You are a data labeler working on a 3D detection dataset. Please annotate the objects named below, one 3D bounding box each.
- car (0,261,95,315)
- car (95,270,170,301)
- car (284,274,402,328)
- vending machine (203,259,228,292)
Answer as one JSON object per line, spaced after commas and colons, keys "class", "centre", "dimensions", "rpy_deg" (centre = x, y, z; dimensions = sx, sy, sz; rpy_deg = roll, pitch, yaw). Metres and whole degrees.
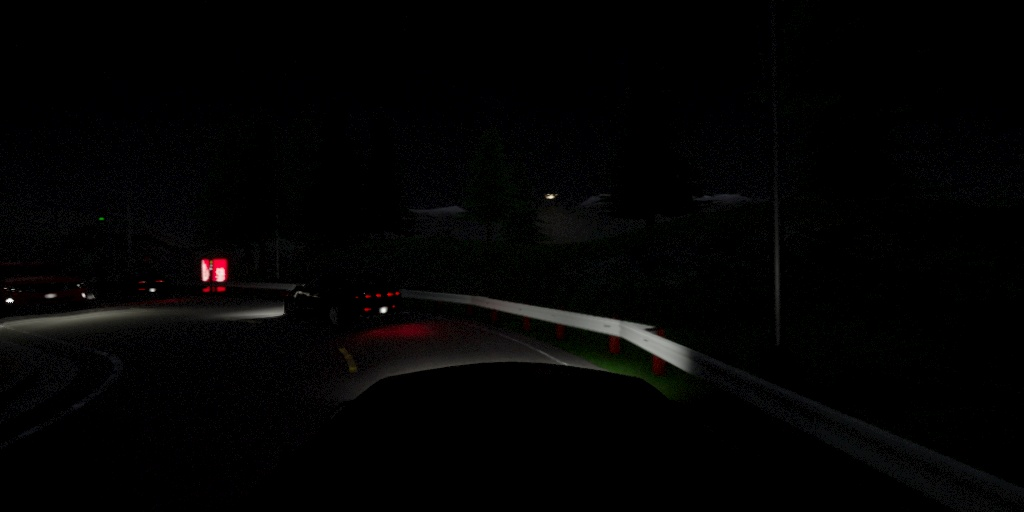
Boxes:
{"class": "car", "centre": [-20.726, 1.261, 15.387], "dimensions": [5.566, 2.045, 2.150], "rpy_deg": [-1, 0, 26]}
{"class": "car", "centre": [-20.580, 1.524, 19.417], "dimensions": [4.892, 1.490, 1.837], "rpy_deg": [-1, 0, 26]}
{"class": "car", "centre": [-5.631, 1.315, 11.752], "dimensions": [4.892, 1.490, 1.837], "rpy_deg": [0, -1, 37]}
{"class": "vending machine", "centre": [-18.247, 1.167, 22.080], "dimensions": [0.880, 2.100, 1.100], "rpy_deg": [0, 0, 26]}
